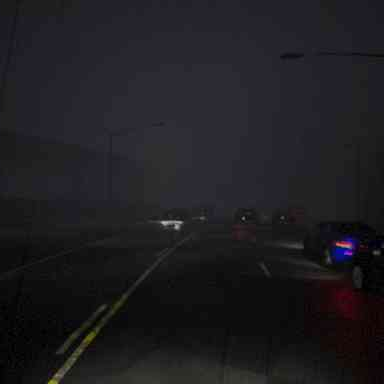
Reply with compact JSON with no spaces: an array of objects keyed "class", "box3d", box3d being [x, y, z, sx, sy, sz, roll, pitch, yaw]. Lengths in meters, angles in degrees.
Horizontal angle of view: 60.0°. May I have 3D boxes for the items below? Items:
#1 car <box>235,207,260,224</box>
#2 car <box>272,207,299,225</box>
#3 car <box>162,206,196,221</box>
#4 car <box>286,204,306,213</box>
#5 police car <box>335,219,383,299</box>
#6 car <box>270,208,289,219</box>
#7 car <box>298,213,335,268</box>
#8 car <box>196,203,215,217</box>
[{"class":"car","box3d":[5.390,2.222,32.019,1.837,1.490,4.892,0,-3,19]},{"class":"car","box3d":[8.580,2.306,30.928,1.994,1.385,4.181,0,-3,20]},{"class":"car","box3d":[-1.445,2.229,34.065,1.994,1.385,4.181,0,-3,19]},{"class":"car","box3d":[13.247,2.636,42.594,2.150,2.045,5.566,0,-3,25]},{"class":"police car","box3d":[4.687,1.523,6.213,1.930,1.638,5.238,1,0,4]},{"class":"car","box3d":[13.865,3.378,52.349,2.128,1.511,4.902,0,-3,25]},{"class":"car","box3d":[5.182,1.670,11.529,1.812,1.442,4.674,1,-1,7]},{"class":"car","box3d":[1.762,2.757,51.304,2.150,2.045,5.566,0,-3,25]}]
